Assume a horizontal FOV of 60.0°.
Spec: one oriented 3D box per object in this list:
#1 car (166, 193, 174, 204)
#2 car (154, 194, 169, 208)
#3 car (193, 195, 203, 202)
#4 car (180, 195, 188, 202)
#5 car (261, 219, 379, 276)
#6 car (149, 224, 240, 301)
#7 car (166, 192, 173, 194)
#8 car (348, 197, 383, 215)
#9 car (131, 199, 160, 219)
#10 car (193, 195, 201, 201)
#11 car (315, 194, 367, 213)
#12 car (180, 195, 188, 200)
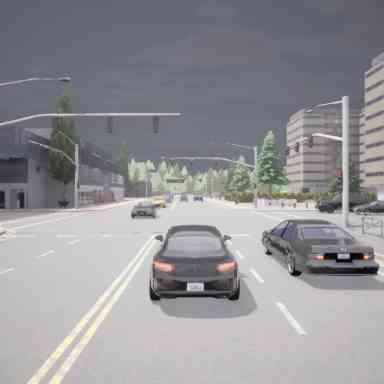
[{"bbox_3d":[-5.132,1.525,66.304,1.812,1.442,4.674,0,0,-1],"label":"car"},{"bbox_3d":[-4.700,1.478,47.075,1.882,1.535,5.008,0,0,-2],"label":"car"},{"bbox_3d":[1.579,1.478,78.713,1.882,1.535,5.008,0,0,-1],"label":"car"},{"bbox_3d":[-1.908,1.533,78.143,2.033,1.411,5.357,0,0,-1],"label":"car"},{"bbox_3d":[3.534,1.547,10.280,2.033,1.411,5.357,0,0,0],"label":"car"},{"bbox_3d":[0.037,1.526,8.224,1.812,1.442,4.674,0,0,-1],"label":"car"},{"bbox_3d":[-5.509,1.014,82.017,2.150,2.045,5.566,0,0,-1],"label":"car"},{"bbox_3d":[18.226,1.526,32.537,4.674,1.442,1.812,0,0,-2],"label":"car"},{"bbox_3d":[-4.099,1.564,28.878,1.994,1.385,4.181,0,0,-2],"label":"car"},{"bbox_3d":[1.318,1.500,88.851,1.837,1.490,4.892,0,0,-1],"label":"car"},{"bbox_3d":[16.291,1.222,36.005,5.566,2.045,2.150,0,0,-2],"label":"car"},{"bbox_3d":[-2.181,1.467,88.779,1.994,1.385,4.181,0,0,-1],"label":"car"}]
